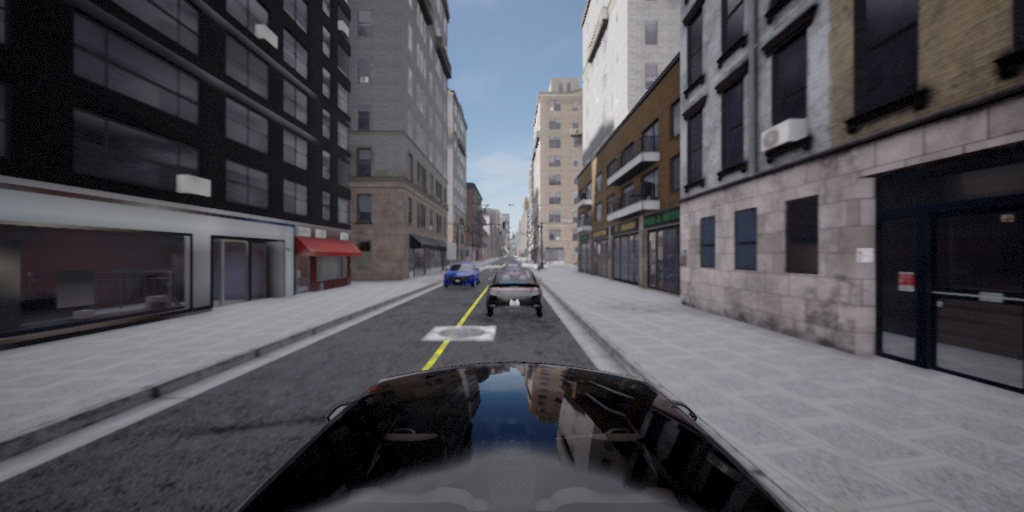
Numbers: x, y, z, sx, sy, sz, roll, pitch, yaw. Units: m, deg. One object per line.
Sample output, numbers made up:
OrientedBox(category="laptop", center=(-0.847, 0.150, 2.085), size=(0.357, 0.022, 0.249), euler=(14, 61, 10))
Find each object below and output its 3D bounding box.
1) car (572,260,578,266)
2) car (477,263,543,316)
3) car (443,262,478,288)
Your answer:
OrientedBox(category="car", center=(12.134, 0.949, 58.853), size=(4.507, 1.381, 1.888), euler=(0, 0, 0))
OrientedBox(category="car", center=(0.088, 1.199, 13.183), size=(2.128, 1.511, 4.902), euler=(0, 0, 0))
OrientedBox(category="car", center=(-3.102, 1.144, 22.920), size=(1.882, 1.535, 5.008), euler=(0, 0, 0))
